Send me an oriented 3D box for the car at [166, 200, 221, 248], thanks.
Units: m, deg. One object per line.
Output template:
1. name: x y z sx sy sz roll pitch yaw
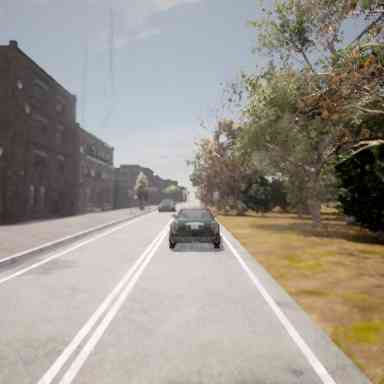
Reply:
1. car: 0.113 1.419 15.285 2.097 1.767 4.553 0 0 0

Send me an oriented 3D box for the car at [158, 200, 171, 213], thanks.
1. car: -3.235 1.776 43.484 2.097 1.767 4.553 0 -1 0
